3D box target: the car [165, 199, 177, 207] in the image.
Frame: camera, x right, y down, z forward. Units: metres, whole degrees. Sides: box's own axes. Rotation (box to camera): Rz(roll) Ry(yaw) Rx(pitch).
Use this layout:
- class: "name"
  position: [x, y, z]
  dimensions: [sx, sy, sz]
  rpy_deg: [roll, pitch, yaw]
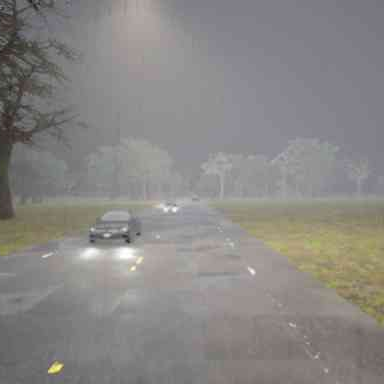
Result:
- class: "car"
  position: [-3.596, 1.842, 56.743]
  dimensions: [1.895, 1.301, 4.718]
  rpy_deg: [0, 0, 1]

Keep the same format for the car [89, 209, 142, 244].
- class: "car"
  position: [-3.612, 1.601, 16.448]
  dimensions: [1.812, 1.442, 4.674]
  rpy_deg: [0, 0, 0]

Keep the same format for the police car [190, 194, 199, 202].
- class: "police car"
  position: [0.977, 1.804, 91.061]
  dimensions: [1.930, 1.638, 5.238]
  rpy_deg: [0, 0, 0]
